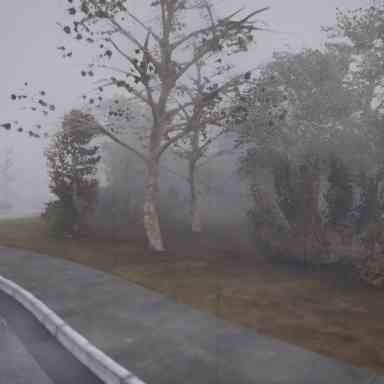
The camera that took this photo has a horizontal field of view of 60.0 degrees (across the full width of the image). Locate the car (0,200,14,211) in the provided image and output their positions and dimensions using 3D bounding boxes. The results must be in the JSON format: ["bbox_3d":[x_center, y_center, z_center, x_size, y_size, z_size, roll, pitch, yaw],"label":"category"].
[{"bbox_3d":[-26.484,1.919,45.645,1.882,1.535,5.008,0,-2,-1],"label":"car"}]

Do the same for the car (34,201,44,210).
[{"bbox_3d":[-26.908,2.464,60.497,2.128,1.511,4.902,0,-2,-2],"label":"car"}]
